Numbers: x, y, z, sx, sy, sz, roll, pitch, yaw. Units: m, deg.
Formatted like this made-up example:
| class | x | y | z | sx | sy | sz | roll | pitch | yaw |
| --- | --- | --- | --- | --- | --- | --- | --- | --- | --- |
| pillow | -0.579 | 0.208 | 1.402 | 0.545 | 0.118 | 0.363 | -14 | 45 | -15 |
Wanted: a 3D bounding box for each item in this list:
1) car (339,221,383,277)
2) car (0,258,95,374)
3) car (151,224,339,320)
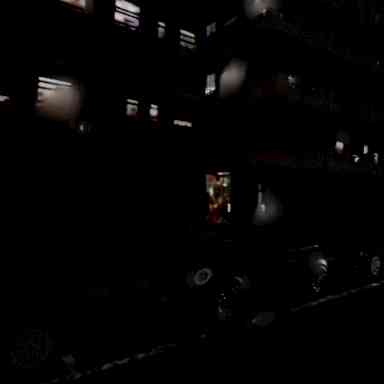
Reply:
| class | x | y | z | sx | sy | sz | roll | pitch | yaw |
| --- | --- | --- | --- | --- | --- | --- | --- | --- | --- |
| car | 5.755 | 1.654 | 10.657 | 4.507 | 1.381 | 1.887 | 1 | 0 | -35 |
| car | -3.509 | 1.538 | 4.049 | 4.507 | 1.381 | 1.887 | 1 | 0 | -35 |
| car | 1.125 | 1.491 | 7.353 | 4.097 | 1.590 | 1.967 | 1 | 0 | -35 |
